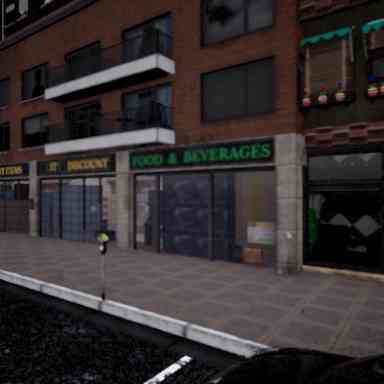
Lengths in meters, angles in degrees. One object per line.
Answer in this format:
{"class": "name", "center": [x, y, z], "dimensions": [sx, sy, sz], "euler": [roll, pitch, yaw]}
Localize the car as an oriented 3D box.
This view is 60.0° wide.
{"class": "car", "center": [1.812, 1.568, 1.588], "dimensions": [4.313, 1.339, 1.947], "euler": [0, 0, 35]}
